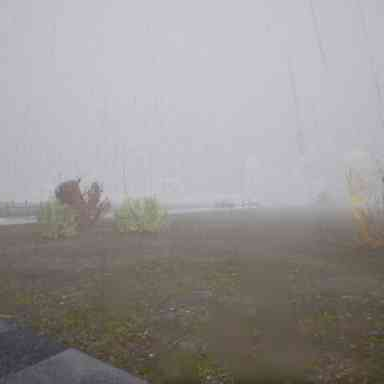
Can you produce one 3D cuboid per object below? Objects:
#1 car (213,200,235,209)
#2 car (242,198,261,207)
[{"bbox_3d":[5.330,2.012,54.870,2.128,1.511,4.902,-1,-1,36],"label":"car"},{"bbox_3d":[11.312,1.987,63.291,2.097,1.767,4.553,-1,-1,36],"label":"car"}]
